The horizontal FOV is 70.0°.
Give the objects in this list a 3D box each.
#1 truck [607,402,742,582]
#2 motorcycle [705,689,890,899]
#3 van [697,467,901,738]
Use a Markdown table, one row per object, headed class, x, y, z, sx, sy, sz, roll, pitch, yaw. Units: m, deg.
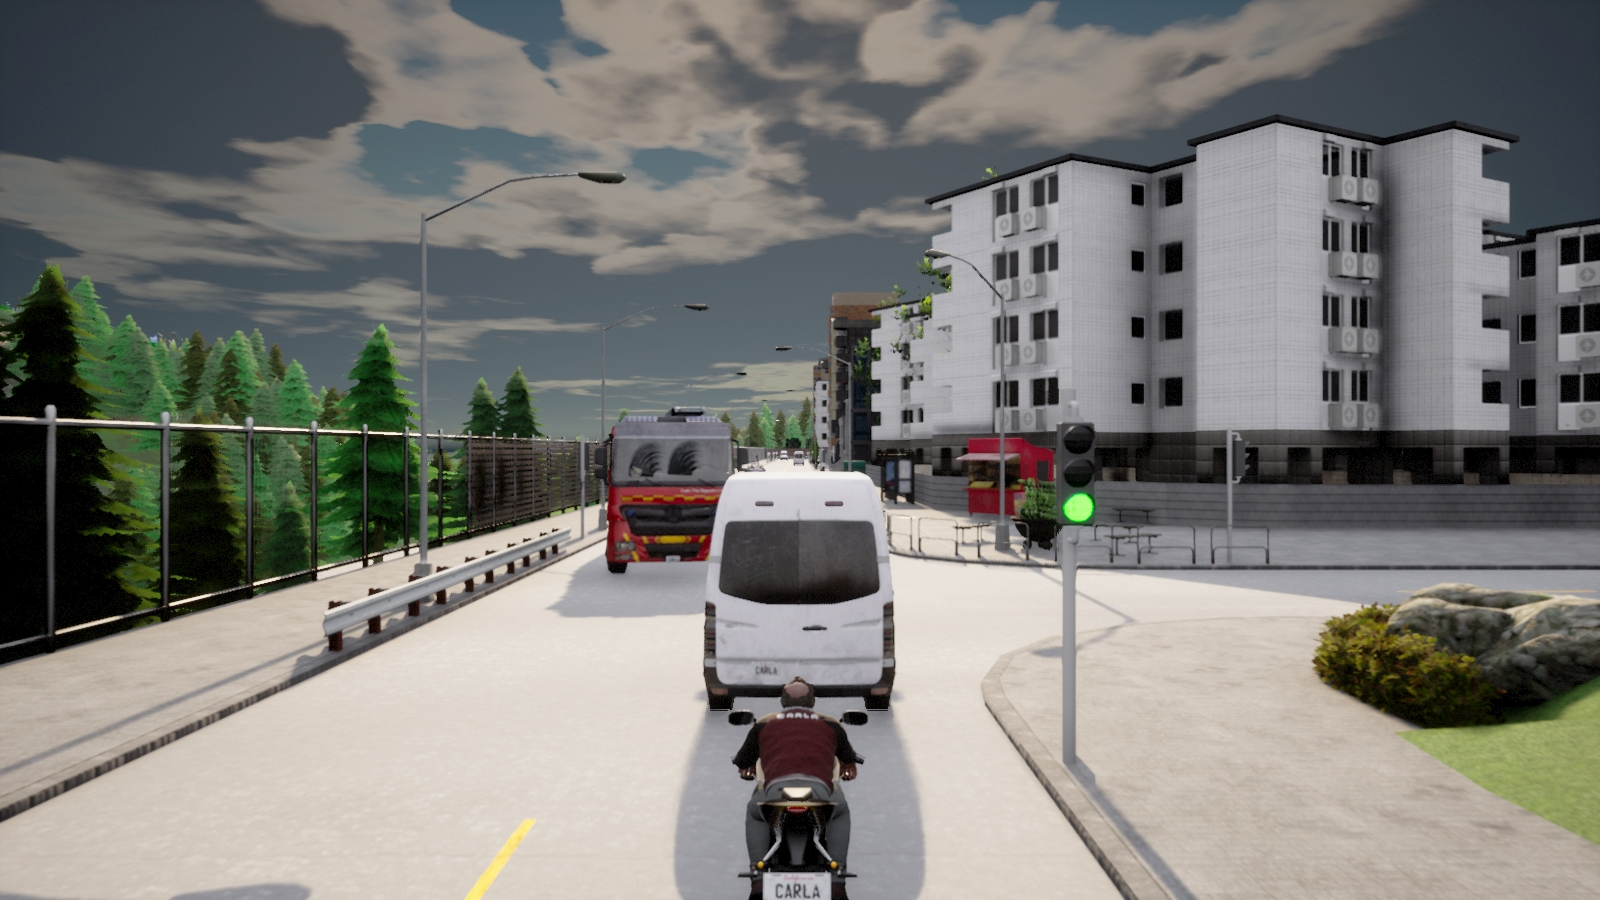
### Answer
| class | x | y | z | sx | sy | sz | roll | pitch | yaw |
| --- | --- | --- | --- | --- | --- | --- | --- | --- | --- |
| truck | -3.293 | 0.891 | 28.738 | 2.891 | 3.827 | 8.468 | 0 | 0 | -8 |
| motorcycle | -0.012 | 2.205 | 6.459 | 0.867 | 1.251 | 2.209 | 0 | 0 | 0 |
| van | -0.014 | 1.535 | 14.133 | 1.988 | 2.561 | 5.915 | 0 | 0 | 0 |
